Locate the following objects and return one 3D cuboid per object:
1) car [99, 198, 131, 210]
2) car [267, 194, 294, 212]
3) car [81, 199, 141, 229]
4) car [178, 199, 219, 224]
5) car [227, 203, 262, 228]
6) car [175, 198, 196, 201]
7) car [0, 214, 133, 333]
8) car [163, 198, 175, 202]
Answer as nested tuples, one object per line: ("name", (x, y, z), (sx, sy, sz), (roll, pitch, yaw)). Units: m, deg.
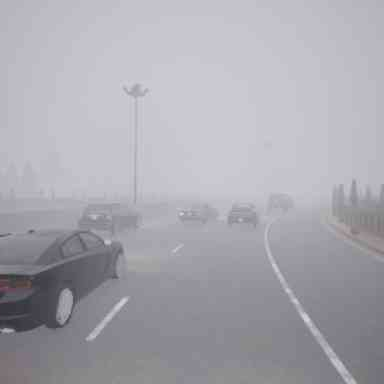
("car", (-10.307, 1.579, 44.968), (1.994, 1.385, 4.181), (0, 0, 26))
("car", (10.522, 1.196, 39.338), (2.150, 2.045, 5.566), (0, 0, 28))
("car", (-4.519, 1.333, 18.948), (2.097, 1.767, 4.553), (0, 0, 12))
("car", (0.607, 1.531, 24.895), (2.033, 1.411, 5.357), (0, 0, 17))
("car", (3.589, 1.476, 22.428), (2.128, 1.511, 4.902), (0, 0, 16))
("car", (-0.156, 1.578, 49.108), (1.994, 1.385, 4.181), (0, 0, 31))
("car", (-2.905, 1.464, 6.992), (1.882, 1.535, 5.008), (0, 0, 5))
("car", (-2.894, 1.589, 51.346), (1.994, 1.385, 4.181), (0, 0, 31))
